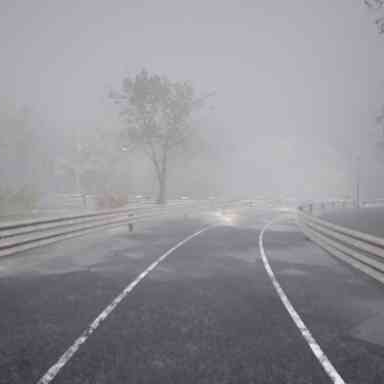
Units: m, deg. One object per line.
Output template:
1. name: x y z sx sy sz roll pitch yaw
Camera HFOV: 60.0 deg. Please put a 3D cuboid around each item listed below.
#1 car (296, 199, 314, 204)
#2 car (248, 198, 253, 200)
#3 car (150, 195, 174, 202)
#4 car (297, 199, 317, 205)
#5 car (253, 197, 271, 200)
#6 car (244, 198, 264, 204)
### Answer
1. car: 29.477 2.486 86.745 5.357 1.411 2.033 1 0 -39
2. car: 13.709 2.020 74.026 5.008 1.535 1.882 1 0 -39
3. car: -5.665 1.327 62.891 4.553 1.767 2.097 2 0 -39
4. car: 28.730 2.443 81.646 4.892 1.490 1.837 1 0 -39
5. car: 16.046 1.973 71.412 4.553 1.767 2.097 1 0 -39
6. car: 14.819 2.150 79.420 4.718 1.301 1.895 1 0 -39
